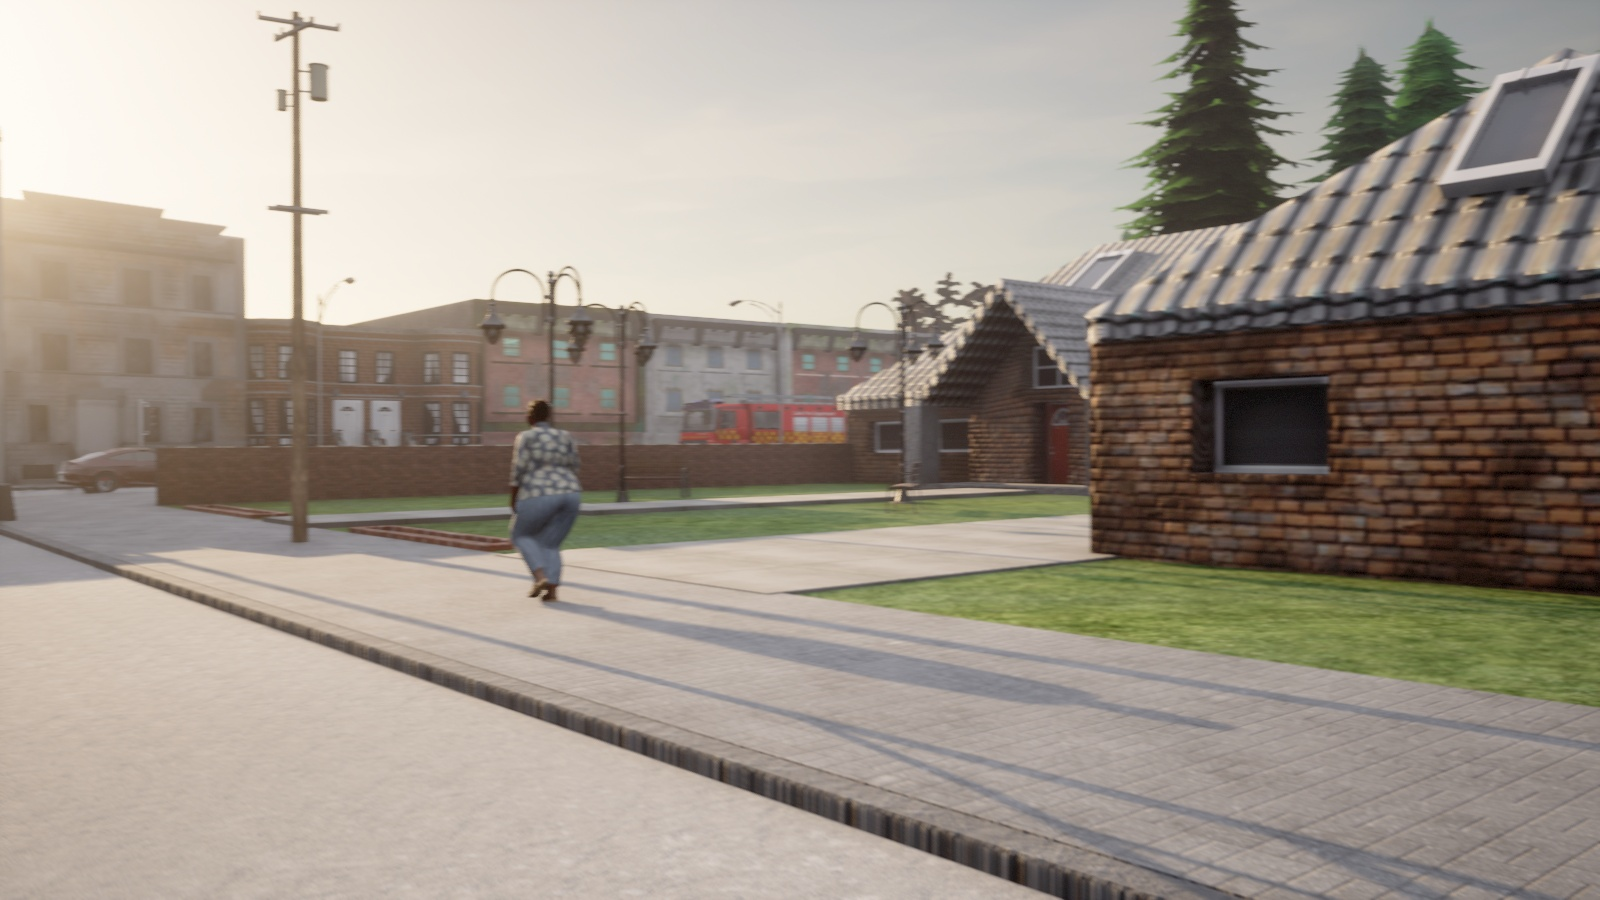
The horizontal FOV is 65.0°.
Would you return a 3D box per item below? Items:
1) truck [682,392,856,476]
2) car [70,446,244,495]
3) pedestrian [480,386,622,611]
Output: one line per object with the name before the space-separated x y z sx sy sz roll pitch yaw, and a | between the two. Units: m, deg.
truck | -1.398 -0.773 61.204 8.468 3.827 2.891 -1 0 -39
car | -20.607 0.616 40.365 4.674 1.442 1.812 -1 0 -42
pedestrian | -2.176 0.397 10.956 0.874 1.855 0.900 -1 0 -40
